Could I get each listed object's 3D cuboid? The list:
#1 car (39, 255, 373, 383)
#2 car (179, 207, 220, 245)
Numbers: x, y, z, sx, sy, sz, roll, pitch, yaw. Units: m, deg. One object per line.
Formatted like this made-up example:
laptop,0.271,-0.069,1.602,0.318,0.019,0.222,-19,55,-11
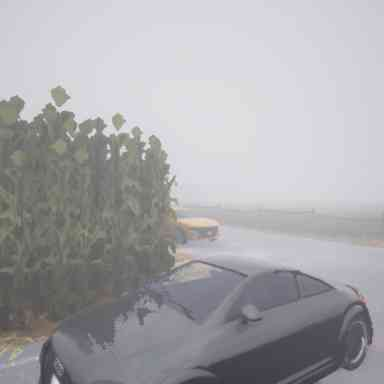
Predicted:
car,0.398,1.564,4.152,4.181,1.385,1.994,0,0,-35
car,-0.706,1.477,15.969,1.882,1.535,5.008,0,0,-35
